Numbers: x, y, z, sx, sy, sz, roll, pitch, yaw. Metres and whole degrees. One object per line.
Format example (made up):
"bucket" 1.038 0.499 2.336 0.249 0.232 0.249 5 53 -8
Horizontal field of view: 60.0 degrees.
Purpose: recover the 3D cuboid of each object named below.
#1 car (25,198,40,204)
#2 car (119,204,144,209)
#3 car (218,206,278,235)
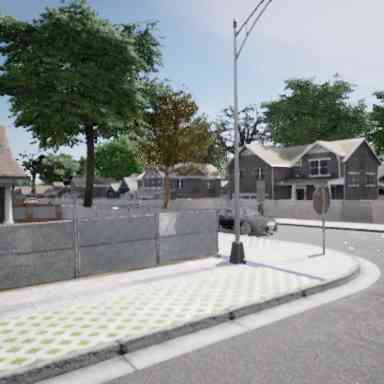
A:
"car" -32.461 2.206 67.515 2.150 2.045 5.566 -1 0 -36
"car" -5.408 1.831 30.294 2.033 1.411 5.357 -1 0 -36
"car" 2.668 1.598 19.179 2.128 1.511 4.902 -1 1 -36
